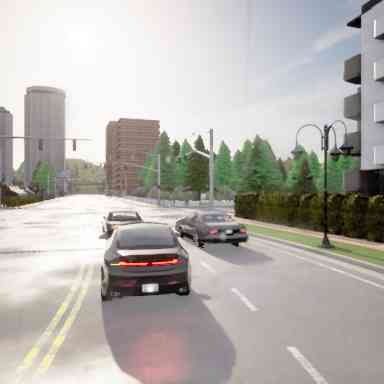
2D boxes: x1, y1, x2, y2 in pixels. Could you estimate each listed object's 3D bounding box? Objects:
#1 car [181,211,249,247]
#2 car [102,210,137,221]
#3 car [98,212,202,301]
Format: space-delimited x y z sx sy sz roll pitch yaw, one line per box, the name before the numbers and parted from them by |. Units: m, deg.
car | 0.680 1.546 14.994 2.033 1.411 5.357 0 0 -16
car | -3.637 1.599 17.259 1.895 1.301 4.718 0 0 -18
car | -1.272 1.504 8.443 1.837 1.490 4.892 0 0 -12
